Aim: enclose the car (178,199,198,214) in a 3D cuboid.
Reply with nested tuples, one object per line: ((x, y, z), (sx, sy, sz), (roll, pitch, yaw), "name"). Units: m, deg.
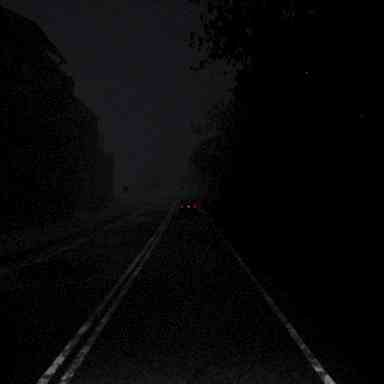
((-0.376, 1.354, 32.895), (2.033, 1.411, 5.357), (0, 1, -2), "car")
